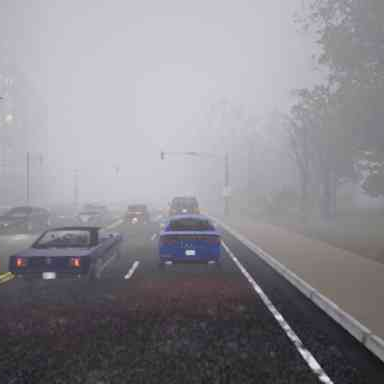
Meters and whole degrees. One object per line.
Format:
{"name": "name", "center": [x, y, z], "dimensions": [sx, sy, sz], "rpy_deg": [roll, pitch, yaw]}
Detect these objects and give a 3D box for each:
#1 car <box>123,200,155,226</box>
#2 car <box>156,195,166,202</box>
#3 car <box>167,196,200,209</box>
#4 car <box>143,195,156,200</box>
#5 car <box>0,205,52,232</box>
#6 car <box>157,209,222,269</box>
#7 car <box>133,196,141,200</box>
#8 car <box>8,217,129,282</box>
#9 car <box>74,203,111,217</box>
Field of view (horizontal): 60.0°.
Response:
{"name": "car", "center": [-3.867, 1.590, 24.347], "dimensions": [1.837, 1.490, 4.892], "rpy_deg": [0, -1, -3]}
{"name": "car", "center": [-8.138, 1.721, 88.143], "dimensions": [1.882, 1.535, 5.008], "rpy_deg": [0, 0, -11]}
{"name": "car", "center": [-0.585, 1.304, 23.914], "dimensions": [2.150, 2.045, 5.566], "rpy_deg": [0, 0, -3]}
{"name": "car", "center": [-11.265, 1.724, 87.186], "dimensions": [1.882, 1.535, 5.008], "rpy_deg": [0, 0, -10]}
{"name": "car", "center": [-10.365, 1.585, 20.785], "dimensions": [1.837, 1.490, 4.892], "rpy_deg": [0, 0, -2]}
{"name": "car", "center": [-0.101, 1.520, 11.406], "dimensions": [1.882, 1.535, 5.008], "rpy_deg": [0, -1, -1]}
{"name": "car", "center": [-12.857, 1.755, 77.255], "dimensions": [1.812, 1.442, 4.674], "rpy_deg": [0, 0, -9]}
{"name": "car", "center": [-3.308, 1.639, 9.841], "dimensions": [1.895, 1.301, 4.718], "rpy_deg": [0, 0, -1]}
{"name": "car", "center": [-7.277, 1.582, 24.729], "dimensions": [2.128, 1.511, 4.902], "rpy_deg": [0, 0, -3]}
